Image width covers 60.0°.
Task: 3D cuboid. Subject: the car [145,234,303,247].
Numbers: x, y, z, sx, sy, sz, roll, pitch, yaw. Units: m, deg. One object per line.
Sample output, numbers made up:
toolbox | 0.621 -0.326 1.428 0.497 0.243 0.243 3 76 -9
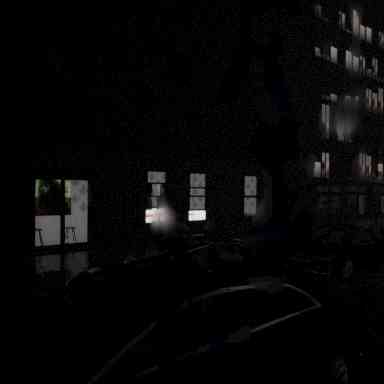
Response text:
car | -0.140 1.551 6.436 4.403 1.369 2.008 0 0 -35

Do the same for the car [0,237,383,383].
car | -0.315 1.491 3.147 4.902 1.511 2.128 0 0 -35

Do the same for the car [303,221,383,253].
car | 4.495 1.550 9.712 4.403 1.369 2.008 0 0 -35
